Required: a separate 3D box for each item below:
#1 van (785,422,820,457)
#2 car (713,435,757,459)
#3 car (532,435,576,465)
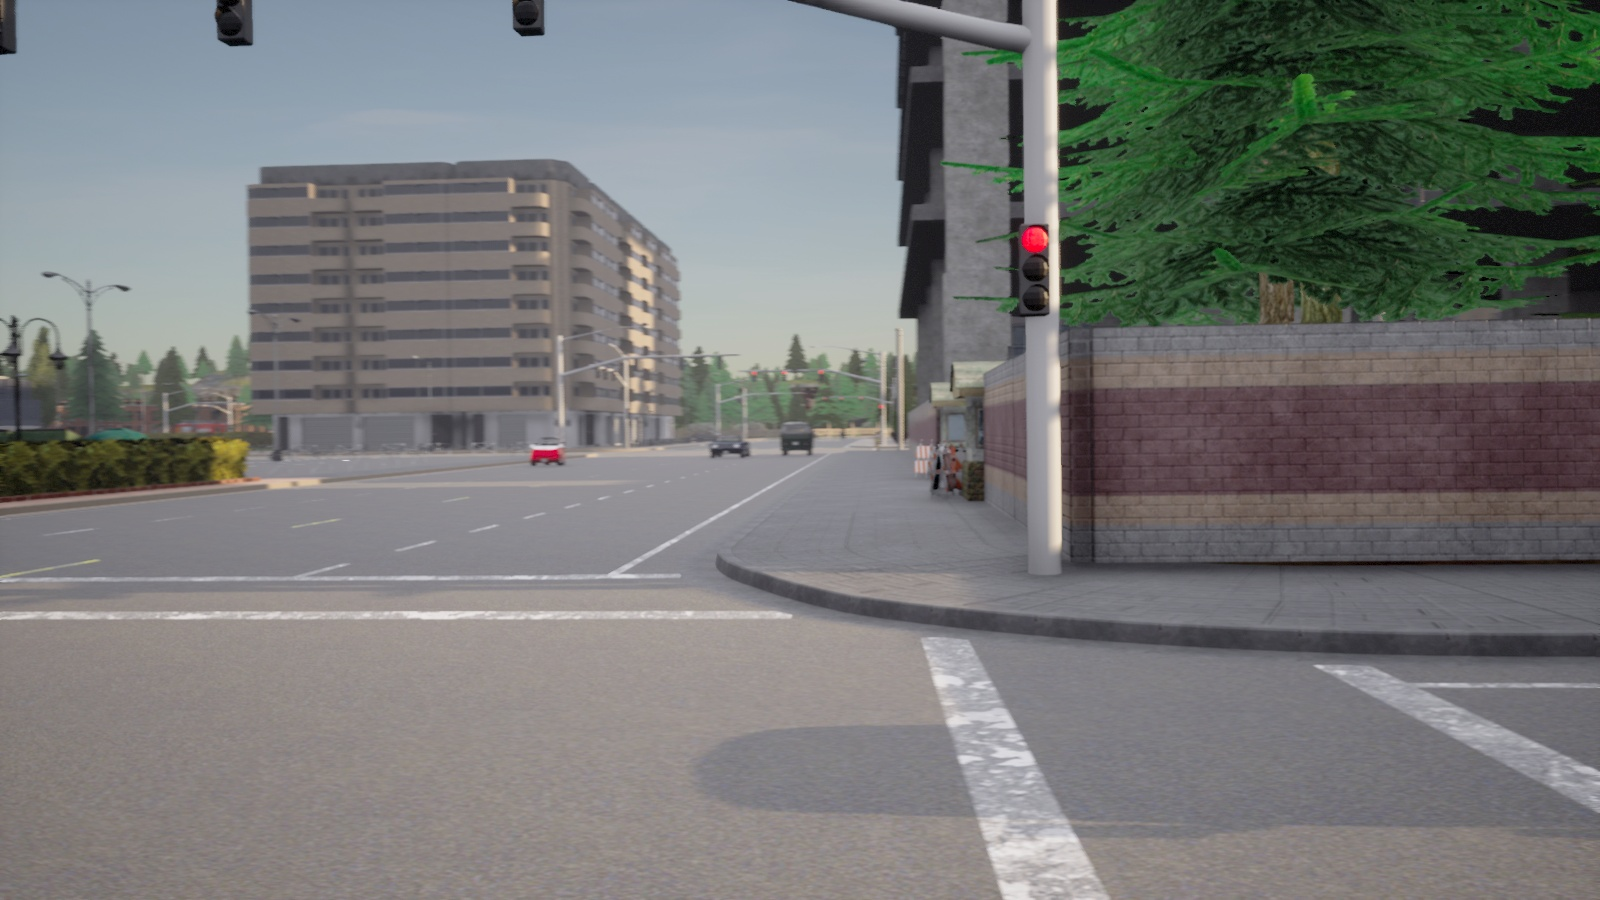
[{"bbox_3d":[0.178,-0.630,74.124,1.775,1.987,4.442,0,1,4],"label":"van"},{"bbox_3d":[-3.581,-0.197,70.255,1.895,1.301,4.718,0,1,4],"label":"car"},{"bbox_3d":[-11.378,-0.003,58.276,1.481,1.376,2.207,0,1,4],"label":"car"}]
